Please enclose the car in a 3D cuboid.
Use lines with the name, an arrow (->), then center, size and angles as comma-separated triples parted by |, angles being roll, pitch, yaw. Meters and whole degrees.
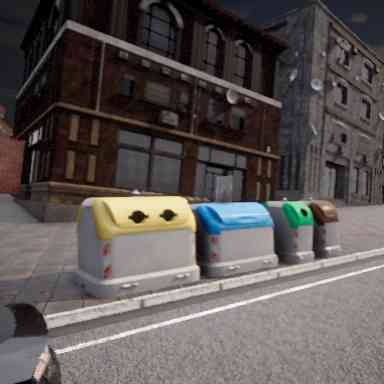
car -> -3.259, 1.488, 1.669 | 4.902, 1.511, 2.128 | 0, 0, -36
